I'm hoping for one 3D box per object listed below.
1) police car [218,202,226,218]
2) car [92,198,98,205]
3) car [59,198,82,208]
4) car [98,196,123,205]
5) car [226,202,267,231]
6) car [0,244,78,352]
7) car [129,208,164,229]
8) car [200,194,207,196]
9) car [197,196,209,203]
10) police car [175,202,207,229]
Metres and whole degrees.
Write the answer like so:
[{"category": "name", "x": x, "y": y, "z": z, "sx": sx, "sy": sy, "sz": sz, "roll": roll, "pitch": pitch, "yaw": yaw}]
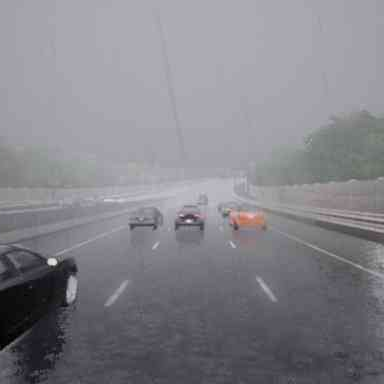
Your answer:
[{"category": "police car", "x": 4.032, "y": 1.848, "z": 33.961, "sx": 2.038, "sy": 1.542, "sz": 4.974, "roll": 0, "pitch": 0, "yaw": 2}, {"category": "car", "x": -16.035, "y": 1.723, "z": 58.613, "sx": 2.097, "sy": 1.767, "sz": 4.553, "roll": 0, "pitch": 0, "yaw": 3}, {"category": "car", "x": -19.769, "y": 1.717, "z": 54.192, "sx": 2.097, "sy": 1.767, "sz": 4.553, "roll": 0, "pitch": 0, "yaw": 3}, {"category": "car", "x": -12.790, "y": 1.600, "z": 53.817, "sx": 2.150, "sy": 2.045, "sz": 5.566, "roll": 0, "pitch": 0, "yaw": 3}, {"category": "car", "x": 3.753, "y": 1.612, "z": 23.044, "sx": 2.097, "sy": 1.767, "sz": 4.553, "roll": 0, "pitch": -1, "yaw": 1}, {"category": "car", "x": -3.371, "y": 1.534, "z": 5.141, "sx": 1.882, "sy": 1.535, "sz": 5.008, "roll": 0, "pitch": -1, "yaw": 0}, {"category": "car", "x": -3.131, "y": 1.804, "z": 23.501, "sx": 2.033, "sy": 1.411, "sz": 5.357, "roll": 0, "pitch": -1, "yaw": 1}, {"category": "car", "x": 2.704, "y": 1.527, "z": 78.446, "sx": 2.150, "sy": 2.045, "sz": 5.566, "roll": 0, "pitch": 1, "yaw": 4}, {"category": "car", "x": 2.023, "y": 1.966, "z": 65.961, "sx": 1.994, "sy": 1.385, "sz": 4.181, "roll": 0, "pitch": 0, "yaw": 3}, {"category": "police car", "x": -0.049, "y": 1.764, "z": 23.848, "sx": 2.038, "sy": 1.542, "sz": 4.974, "roll": 0, "pitch": -1, "yaw": 3}]
